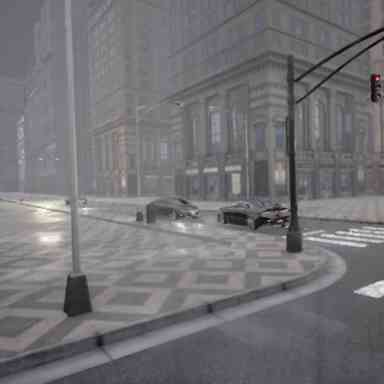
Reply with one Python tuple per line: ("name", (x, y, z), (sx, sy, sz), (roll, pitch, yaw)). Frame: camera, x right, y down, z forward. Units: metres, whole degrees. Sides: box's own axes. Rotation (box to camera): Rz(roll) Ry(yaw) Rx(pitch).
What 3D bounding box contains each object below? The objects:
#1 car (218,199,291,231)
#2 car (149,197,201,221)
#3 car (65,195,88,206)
("car", (3.071, 1.132, 17.551), (2.128, 1.511, 4.902), (-4, 2, -23))
("car", (-1.318, 1.121, 23.209), (1.837, 1.490, 4.892), (-2, 1, -35))
("car", (-14.757, 1.076, 42.335), (2.128, 1.511, 4.902), (-2, 1, -35))
